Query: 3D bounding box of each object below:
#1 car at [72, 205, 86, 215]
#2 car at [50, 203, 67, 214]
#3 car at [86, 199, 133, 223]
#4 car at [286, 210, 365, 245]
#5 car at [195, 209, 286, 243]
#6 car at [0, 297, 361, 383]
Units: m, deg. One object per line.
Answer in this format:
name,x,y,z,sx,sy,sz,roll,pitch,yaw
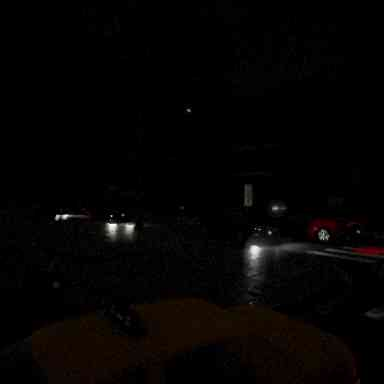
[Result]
car,-15.098,2.434,46.068,1.895,1.301,4.718,1,-2,-35
car,-18.861,2.339,46.429,2.128,1.511,4.902,1,-2,-36
car,-7.408,1.635,30.281,2.150,2.045,5.566,1,-2,-36
car,5.984,1.633,16.663,1.882,1.535,5.008,2,-2,-31
car,2.107,1.638,16.981,1.837,1.490,4.892,1,-2,-36
car,-0.715,1.525,2.280,4.829,1.417,1.752,0,1,-35
